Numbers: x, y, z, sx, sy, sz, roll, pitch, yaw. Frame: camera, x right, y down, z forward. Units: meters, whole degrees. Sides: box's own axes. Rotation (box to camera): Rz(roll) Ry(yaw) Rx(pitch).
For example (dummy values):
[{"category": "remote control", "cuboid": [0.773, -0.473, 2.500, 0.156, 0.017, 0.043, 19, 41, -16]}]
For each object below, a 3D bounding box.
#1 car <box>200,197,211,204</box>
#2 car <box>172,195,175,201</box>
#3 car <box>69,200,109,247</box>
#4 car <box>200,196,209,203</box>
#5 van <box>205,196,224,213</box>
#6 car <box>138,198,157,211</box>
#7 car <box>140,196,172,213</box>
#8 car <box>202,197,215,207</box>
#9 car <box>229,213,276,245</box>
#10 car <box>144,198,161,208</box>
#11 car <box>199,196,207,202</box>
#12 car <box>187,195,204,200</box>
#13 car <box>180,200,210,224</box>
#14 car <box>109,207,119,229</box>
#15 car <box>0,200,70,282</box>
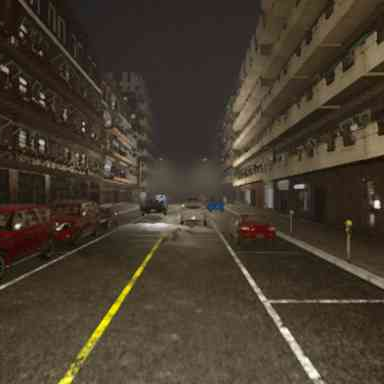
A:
[{"category": "car", "cuboid": [2.670, 1.627, 65.409, 1.947, 1.339, 4.313, 1, 0, 0]}, {"category": "car", "cuboid": [-5.676, 1.623, 76.592, 2.008, 1.369, 4.403, 1, 0, 0]}, {"category": "car", "cuboid": [-5.676, 1.329, 15.309, 2.192, 1.841, 5.009, 1, 0, 0]}, {"category": "car", "cuboid": [2.671, 1.649, 70.980, 1.802, 1.307, 4.206, 1, 0, 0]}, {"category": "van", "cuboid": [2.708, 1.376, 37.553, 1.690, 1.788, 3.998, 1, 0, 0]}, {"category": "car", "cuboid": [-5.677, 1.566, 42.994, 1.752, 1.417, 4.829, 1, 0, 0]}, {"category": "car", "cuboid": [-2.999, 1.232, 27.472, 1.994, 1.385, 4.181, 0, 0, 0]}, {"category": "car", "cuboid": [2.682, 1.595, 54.267, 1.887, 1.381, 4.507, 1, 0, 0]}, {"category": "car", "cuboid": [2.700, 1.596, 15.269, 1.802, 1.307, 4.206, 1, 0, 0]}, {"category": "car", "cuboid": [-5.678, 1.612, 48.736, 1.947, 1.339, 4.313, 1, 0, 0]}, {"category": "car", "cuboid": [2.672, 1.629, 82.122, 2.008, 1.369, 4.403, 1, 0, 0]}, {"category": "car", "cuboid": [0.103, 1.390, 41.623, 2.097, 1.767, 4.553, 0, 0, 0]}, {"category": "car", "cuboid": [0.104, 1.548, 24.727, 1.812, 1.442, 4.674, 0, 0, 0]}, {"category": "car", "cuboid": [-5.679, 1.601, 20.880, 1.802, 1.307, 4.206, 1, 0, 0]}, {"category": "car", "cuboid": [-5.676, 1.324, 9.737, 2.192, 1.841, 5.009, 1, 0, 0]}]
